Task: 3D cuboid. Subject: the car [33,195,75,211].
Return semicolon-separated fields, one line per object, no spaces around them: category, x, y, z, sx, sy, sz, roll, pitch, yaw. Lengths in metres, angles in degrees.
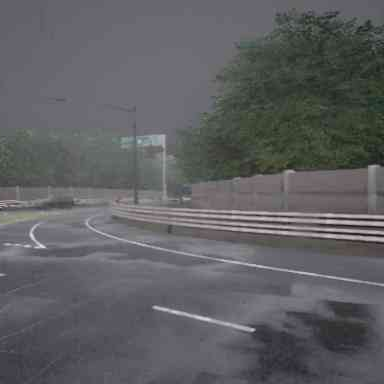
car;-18.831;1.510;45.715;2.150;2.045;5.566;-1;0;36
